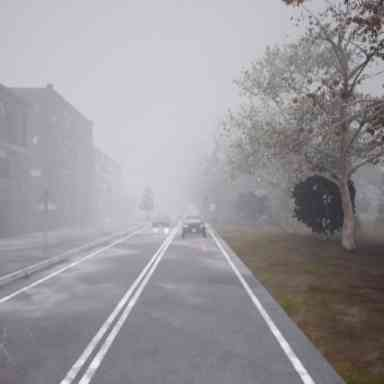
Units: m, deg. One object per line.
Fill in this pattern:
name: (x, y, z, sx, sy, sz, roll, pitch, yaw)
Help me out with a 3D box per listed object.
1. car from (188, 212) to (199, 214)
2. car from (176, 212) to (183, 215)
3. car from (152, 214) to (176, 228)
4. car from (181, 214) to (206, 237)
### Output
car: (0.199, 3.374, 43.272, 1.882, 1.535, 5.008, 0, -3, 0)
car: (-2.944, 5.200, 77.667, 1.812, 1.442, 4.674, 0, -3, 0)
car: (-3.275, 3.154, 36.816, 2.033, 1.411, 5.357, 0, -2, 0)
car: (0.137, 2.705, 26.402, 1.812, 1.442, 4.674, 0, -2, 0)
